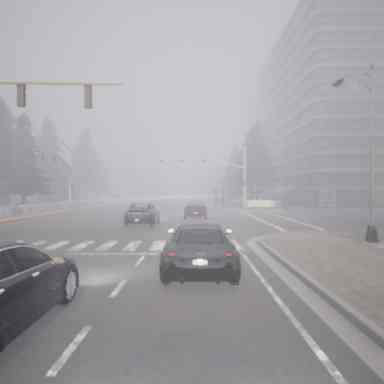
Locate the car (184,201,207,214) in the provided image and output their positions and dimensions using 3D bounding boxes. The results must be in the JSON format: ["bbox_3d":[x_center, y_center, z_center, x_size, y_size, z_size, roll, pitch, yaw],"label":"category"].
[{"bbox_3d":[0.295,1.476,28.667,1.882,1.535,5.008,0,0,0],"label":"car"}]

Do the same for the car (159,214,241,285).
[{"bbox_3d":[0.228,1.552,9.508,1.994,1.385,4.181,0,0,1],"label":"car"}]

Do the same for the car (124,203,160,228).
[{"bbox_3d":[-3.249,1.483,22.172,2.128,1.511,4.902,0,0,0],"label":"car"}]

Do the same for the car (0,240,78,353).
[{"bbox_3d":[-3.316,1.498,5.167,1.837,1.490,4.892,0,0,0],"label":"car"}]
